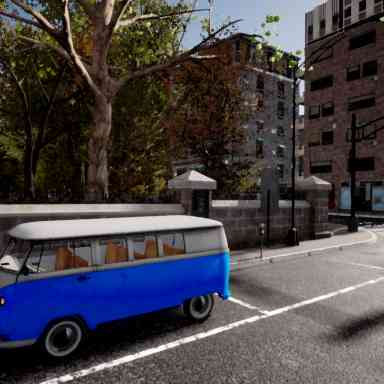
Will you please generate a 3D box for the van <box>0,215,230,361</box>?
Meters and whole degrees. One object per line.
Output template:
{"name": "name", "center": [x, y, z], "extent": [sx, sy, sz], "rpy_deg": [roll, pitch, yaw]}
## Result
{"name": "van", "center": [-1.202, 1.342, 5.644], "extent": [3.998, 1.788, 1.690], "rpy_deg": [0, 1, -36]}
